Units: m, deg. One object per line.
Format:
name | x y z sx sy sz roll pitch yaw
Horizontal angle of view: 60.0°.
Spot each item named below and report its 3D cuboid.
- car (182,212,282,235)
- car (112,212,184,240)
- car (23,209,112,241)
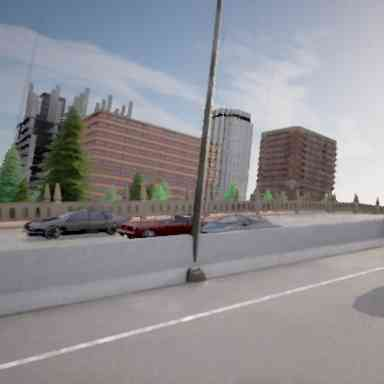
car | 1.968 1.632 13.994 4.181 1.385 1.994 0 0 -35
car | -1.138 1.660 16.078 4.718 1.301 1.895 0 0 -35
car | -5.661 1.584 17.152 5.357 1.411 2.033 0 0 -36
